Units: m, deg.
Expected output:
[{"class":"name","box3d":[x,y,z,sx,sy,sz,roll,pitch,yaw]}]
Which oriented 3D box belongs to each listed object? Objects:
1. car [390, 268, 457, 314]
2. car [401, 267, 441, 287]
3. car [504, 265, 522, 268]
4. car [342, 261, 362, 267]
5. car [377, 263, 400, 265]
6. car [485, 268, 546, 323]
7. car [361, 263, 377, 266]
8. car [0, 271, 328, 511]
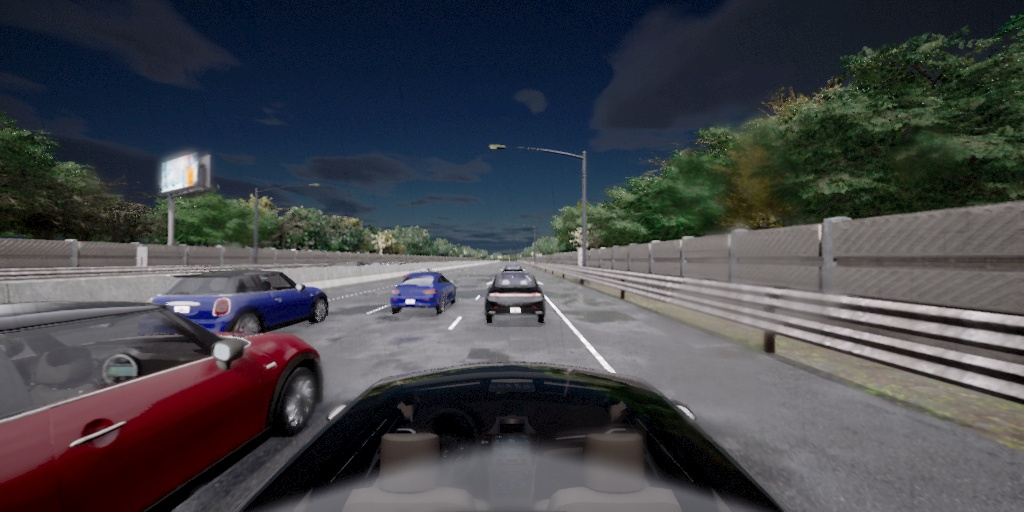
[{"class":"car","box3d":[-3.402,1.377,14.305,1.812,1.442,4.674,0,0,0]},{"class":"car","box3d":[-6.908,1.574,27.785,1.895,1.301,4.718,0,-1,0]},{"class":"car","box3d":[0.087,1.485,29.765,2.128,1.511,4.902,0,0,0]},{"class":"car","box3d":[-24.569,1.612,55.665,2.097,1.767,4.553,0,-1,1]},{"class":"car","box3d":[-17.587,1.724,52.949,2.128,1.511,4.902,0,-1,0]},{"class":"car","box3d":[0.096,1.330,12.525,2.128,1.511,4.902,0,0,0]},{"class":"car","box3d":[-21.071,1.785,55.536,1.812,1.442,4.674,0,-1,1]},{"class":"car","box3d":[-3.405,1.108,2.637,2.097,1.767,4.553,0,-1,0]}]
